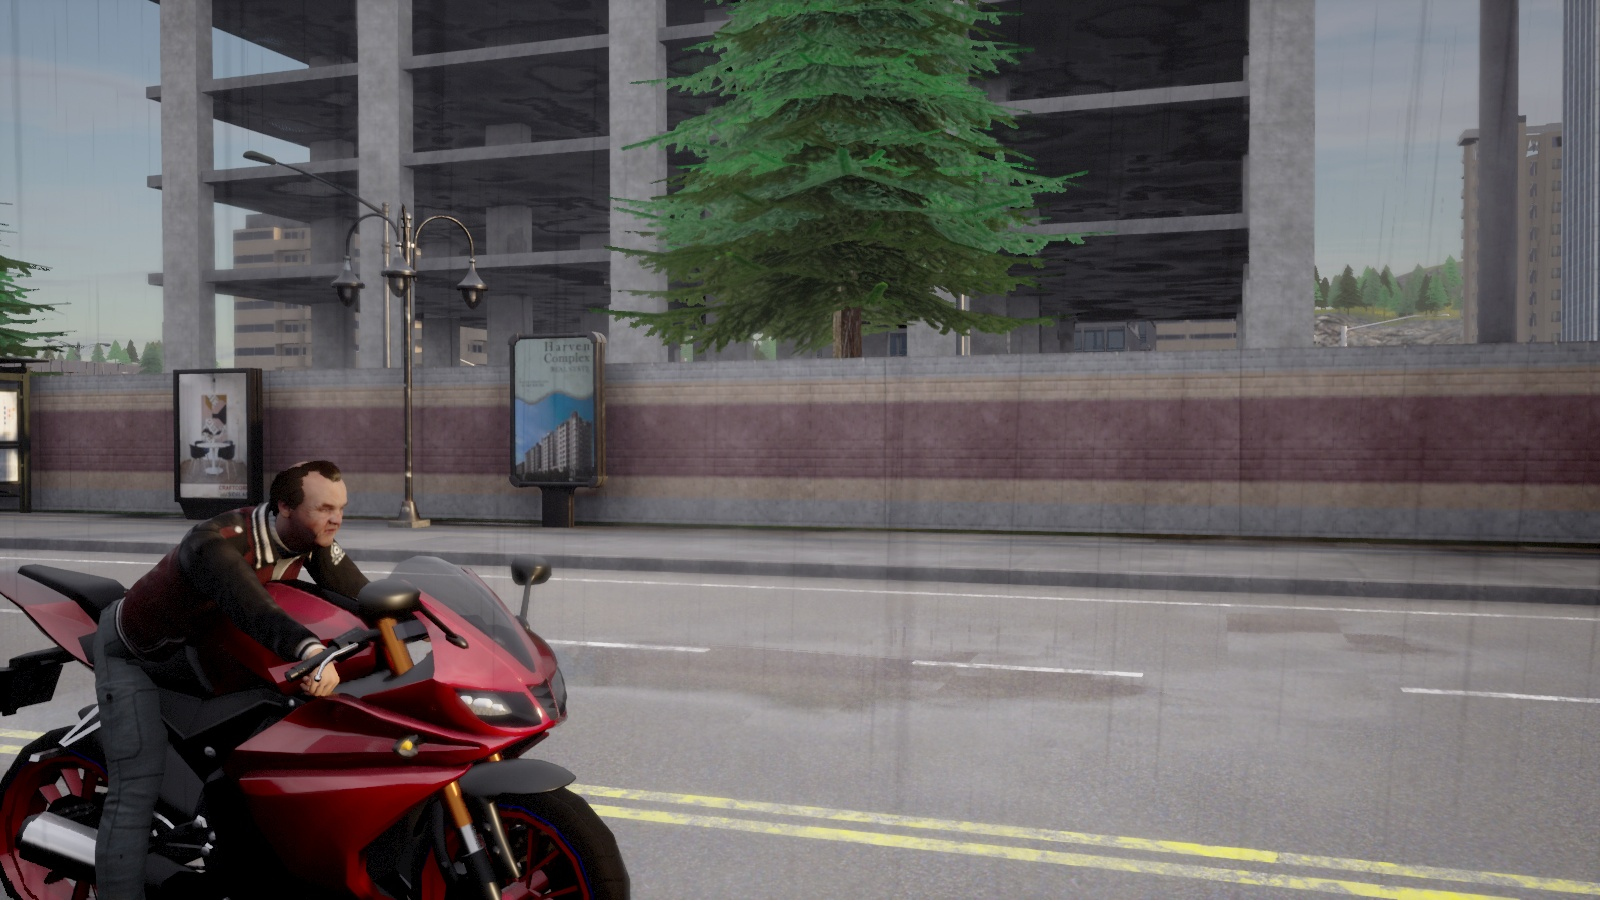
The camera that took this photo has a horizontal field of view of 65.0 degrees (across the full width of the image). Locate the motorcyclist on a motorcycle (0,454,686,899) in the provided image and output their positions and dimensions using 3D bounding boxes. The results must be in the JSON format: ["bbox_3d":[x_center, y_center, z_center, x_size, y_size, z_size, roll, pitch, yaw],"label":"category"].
[{"bbox_3d":[-1.520,0.797,3.704,2.191,1.530,0.866,1,1,19],"label":"motorcyclist on a motorcycle"}]
